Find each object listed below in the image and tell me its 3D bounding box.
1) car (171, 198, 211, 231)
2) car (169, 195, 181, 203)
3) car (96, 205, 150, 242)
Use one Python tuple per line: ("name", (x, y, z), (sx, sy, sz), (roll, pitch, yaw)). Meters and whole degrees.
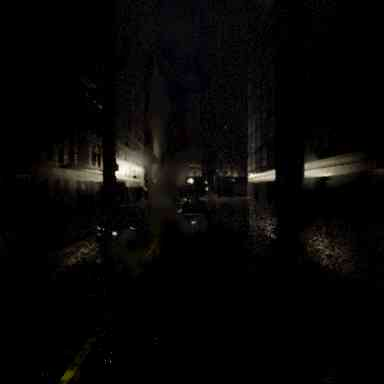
("car", (0.108, 1.352, 19.485), (2.128, 1.511, 4.902), (0, 0, 0))
("car", (-3.019, 1.141, 58.925), (1.994, 1.385, 4.181), (0, 0, 1))
("car", (-3.093, 1.392, 15.721), (1.837, 1.490, 4.892), (0, 0, 0))
